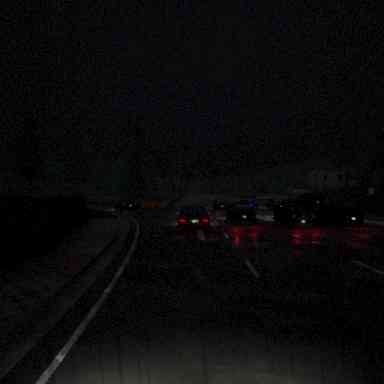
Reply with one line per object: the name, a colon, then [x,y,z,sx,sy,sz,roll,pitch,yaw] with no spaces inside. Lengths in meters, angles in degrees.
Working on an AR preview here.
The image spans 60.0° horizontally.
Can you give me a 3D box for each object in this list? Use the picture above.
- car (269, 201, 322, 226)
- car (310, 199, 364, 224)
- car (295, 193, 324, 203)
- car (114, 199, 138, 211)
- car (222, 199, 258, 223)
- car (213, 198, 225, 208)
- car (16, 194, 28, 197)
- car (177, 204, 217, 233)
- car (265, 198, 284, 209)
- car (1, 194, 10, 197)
car: [7.103,1.580,23.421,1.895,1.301,4.718,0,0,0]
car: [10.603,1.483,24.226,1.837,1.490,4.892,0,0,0]
car: [14.094,1.186,40.013,2.150,2.045,5.566,0,0,0]
car: [-8.010,1.529,40.044,1.994,1.385,4.181,0,0,-28]
car: [3.605,1.503,25.112,1.812,1.442,4.674,0,0,0]
car: [3.606,1.489,41.867,1.812,1.442,4.674,0,0,0]
car: [-38.972,1.283,76.274,4.553,1.767,2.097,0,0,40]
car: [0.103,1.530,19.455,2.033,1.411,5.357,0,0,0]
car: [10.606,1.489,41.856,1.812,1.442,4.674,0,0,0]
car: [-46.596,1.354,82.756,4.892,1.490,1.837,0,0,40]
